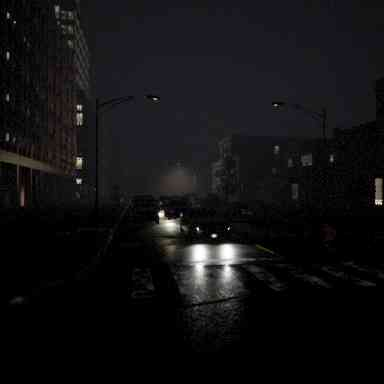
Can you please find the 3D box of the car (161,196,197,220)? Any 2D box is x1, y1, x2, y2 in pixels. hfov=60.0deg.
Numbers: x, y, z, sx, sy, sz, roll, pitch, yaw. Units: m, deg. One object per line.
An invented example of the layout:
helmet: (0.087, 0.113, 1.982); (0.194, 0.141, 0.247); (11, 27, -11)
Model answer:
car: (-1.151, 1.350, 26.618); (1.882, 1.535, 5.008); (0, 0, -9)

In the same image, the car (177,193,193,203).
car: (-1.351, 1.076, 62.863); (2.192, 1.841, 5.009); (1, 0, -10)

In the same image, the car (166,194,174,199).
car: (-5.934, 1.244, 90.167); (1.802, 1.307, 4.206); (1, 0, -10)

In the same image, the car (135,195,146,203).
car: (-9.619, 1.281, 61.479); (1.947, 1.339, 4.313); (1, 0, -10)

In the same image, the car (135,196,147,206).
car: (-7.758, 1.283, 50.390); (1.752, 1.417, 4.829); (1, 0, -10)

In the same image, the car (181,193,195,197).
car: (-1.263, 1.287, 46.343); (1.882, 1.535, 5.008); (0, 0, -9)

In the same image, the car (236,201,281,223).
car: (5.031, 1.441, 24.806); (1.752, 1.417, 4.829); (1, 0, -10)

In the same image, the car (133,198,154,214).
car: (-5.038, 1.375, 34.176); (2.008, 1.369, 4.403); (1, 0, -10)

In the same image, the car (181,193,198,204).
car: (-0.435, 1.097, 57.403); (2.192, 1.841, 5.009); (1, 0, -10)

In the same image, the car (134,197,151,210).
car: (-5.954, 1.346, 39.636); (1.887, 1.381, 4.507); (1, 0, -10)

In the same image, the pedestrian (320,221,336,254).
pedestrian: (4.847, 1.534, 11.740); (0.375, 1.300, 0.375); (1, 0, -10)

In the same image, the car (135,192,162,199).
car: (-4.120, 1.162, 28.715); (2.192, 1.841, 5.009); (1, 0, -10)

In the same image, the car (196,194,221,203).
car: (2.313, 1.162, 41.020); (2.192, 1.841, 5.009); (1, 0, -10)

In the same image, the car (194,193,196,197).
car: (0.451, 1.328, 52.110); (1.752, 1.417, 4.829); (1, 0, -10)

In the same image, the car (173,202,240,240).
car: (0.504, 1.463, 16.776); (2.033, 1.411, 5.357); (0, 0, -10)

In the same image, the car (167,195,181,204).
car: (-3.030, 1.273, 56.584); (1.837, 1.490, 4.892); (0, 0, -10)

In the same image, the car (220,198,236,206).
car: (4.143, 1.475, 30.100); (1.802, 1.307, 4.206); (1, 0, -10)

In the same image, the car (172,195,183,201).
car: (-3.186, 1.286, 73.785); (1.947, 1.339, 4.313); (1, 0, -10)

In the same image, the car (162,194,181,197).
car: (-2.823, 1.181, 36.691); (2.097, 1.767, 4.553); (0, 0, -10)

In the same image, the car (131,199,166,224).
car: (-3.206, 1.422, 23.254); (2.008, 1.369, 4.403); (1, 0, -10)

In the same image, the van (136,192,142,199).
van: (-14.197, 0.958, 88.782); (1.690, 1.788, 3.998); (1, 0, -10)
